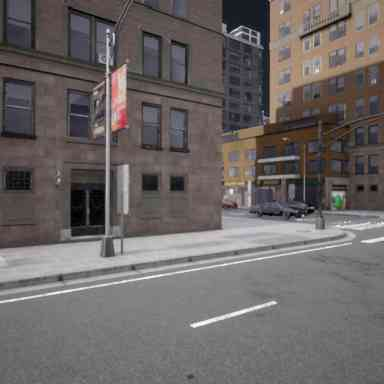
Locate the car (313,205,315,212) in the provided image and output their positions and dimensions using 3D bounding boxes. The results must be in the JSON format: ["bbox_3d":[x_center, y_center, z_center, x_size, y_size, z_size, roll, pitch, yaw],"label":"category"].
[{"bbox_3d":[10.545,1.577,34.298,1.947,1.339,4.313,0,0,-35],"label":"car"}]

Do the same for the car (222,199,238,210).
[{"bbox_3d":[4.182,1.591,43.298,1.802,1.307,4.206,0,0,-35],"label":"car"}]

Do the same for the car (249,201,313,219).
[{"bbox_3d":[7.428,1.538,29.170,2.033,1.411,5.357,0,0,-37],"label":"car"}]
